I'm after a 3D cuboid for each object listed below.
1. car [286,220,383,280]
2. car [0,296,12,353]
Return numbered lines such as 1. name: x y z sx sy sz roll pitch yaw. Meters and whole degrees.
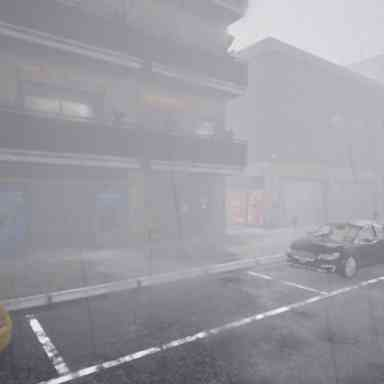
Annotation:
1. car: 4.641 1.535 9.871 4.403 1.369 2.008 0 1 -36
2. car: -4.556 1.528 3.292 4.829 1.417 1.752 0 1 -36
